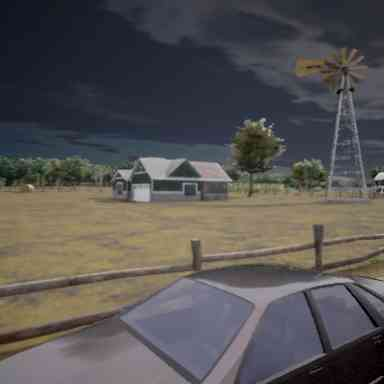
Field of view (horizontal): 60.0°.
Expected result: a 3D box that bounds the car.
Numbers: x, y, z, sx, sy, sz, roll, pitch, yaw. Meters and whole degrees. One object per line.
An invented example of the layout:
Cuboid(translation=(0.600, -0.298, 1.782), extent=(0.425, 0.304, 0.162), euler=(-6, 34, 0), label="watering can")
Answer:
Cuboid(translation=(0.611, 1.556, 3.473), extent=(5.357, 1.411, 2.033), euler=(0, 0, -35), label="car")
